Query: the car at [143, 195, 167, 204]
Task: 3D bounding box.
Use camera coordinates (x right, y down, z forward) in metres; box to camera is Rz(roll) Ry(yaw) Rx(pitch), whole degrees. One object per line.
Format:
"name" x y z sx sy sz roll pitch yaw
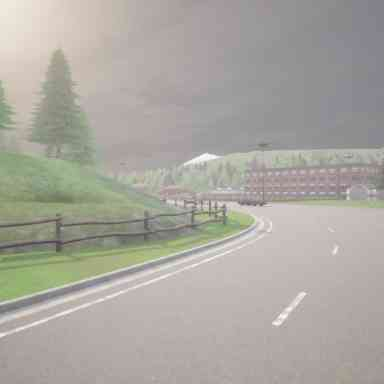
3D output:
"car" -6.922 1.601 63.762 1.895 1.301 4.718 0 0 -40

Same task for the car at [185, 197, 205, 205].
"car" 0.420 1.564 60.125 1.994 1.385 4.181 0 0 -38

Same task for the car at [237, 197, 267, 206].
"car" 9.636 1.547 53.388 2.033 1.411 5.357 0 0 -33
